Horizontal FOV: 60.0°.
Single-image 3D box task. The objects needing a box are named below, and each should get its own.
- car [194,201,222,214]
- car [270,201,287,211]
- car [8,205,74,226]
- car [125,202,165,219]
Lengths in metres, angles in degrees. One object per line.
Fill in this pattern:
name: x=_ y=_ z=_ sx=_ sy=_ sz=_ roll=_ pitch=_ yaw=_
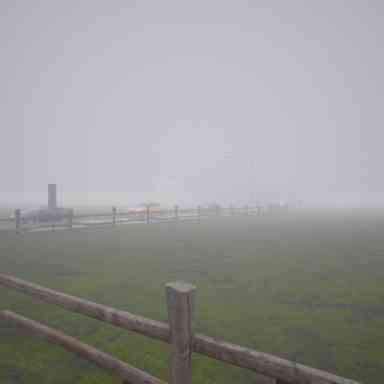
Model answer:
car: x=2.241 y=2.091 z=45.691 sx=2.097 sy=1.767 sz=4.553 roll=-1 pitch=-1 yaw=35
car: x=15.478 y=2.406 z=59.372 sx=2.097 sy=1.767 sz=4.553 roll=-1 pitch=-1 yaw=37
car: x=-11.670 y=1.798 z=26.049 sx=2.128 sy=1.511 sz=4.902 roll=-1 pitch=-1 yaw=36
car: x=-4.992 y=1.867 z=35.484 sx=2.097 sy=1.767 sz=4.553 roll=-1 pitch=-1 yaw=35
